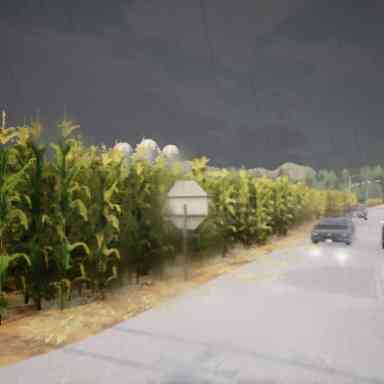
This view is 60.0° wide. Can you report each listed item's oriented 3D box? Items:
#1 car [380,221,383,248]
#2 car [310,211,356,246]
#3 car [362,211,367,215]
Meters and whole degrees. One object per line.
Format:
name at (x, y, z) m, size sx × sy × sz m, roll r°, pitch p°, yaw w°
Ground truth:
car at (10.486, 1.865, 16.430) m, size 1.882 × 1.535 × 5.008 m, roll -1°, pitch -2°, yaw 30°
car at (7.900, 2.011, 18.273) m, size 2.033 × 1.411 × 5.357 m, roll -1°, pitch -2°, yaw 30°
car at (15.613, 1.927, 31.443) m, size 2.033 × 1.411 × 5.357 m, roll -1°, pitch -2°, yaw 30°
